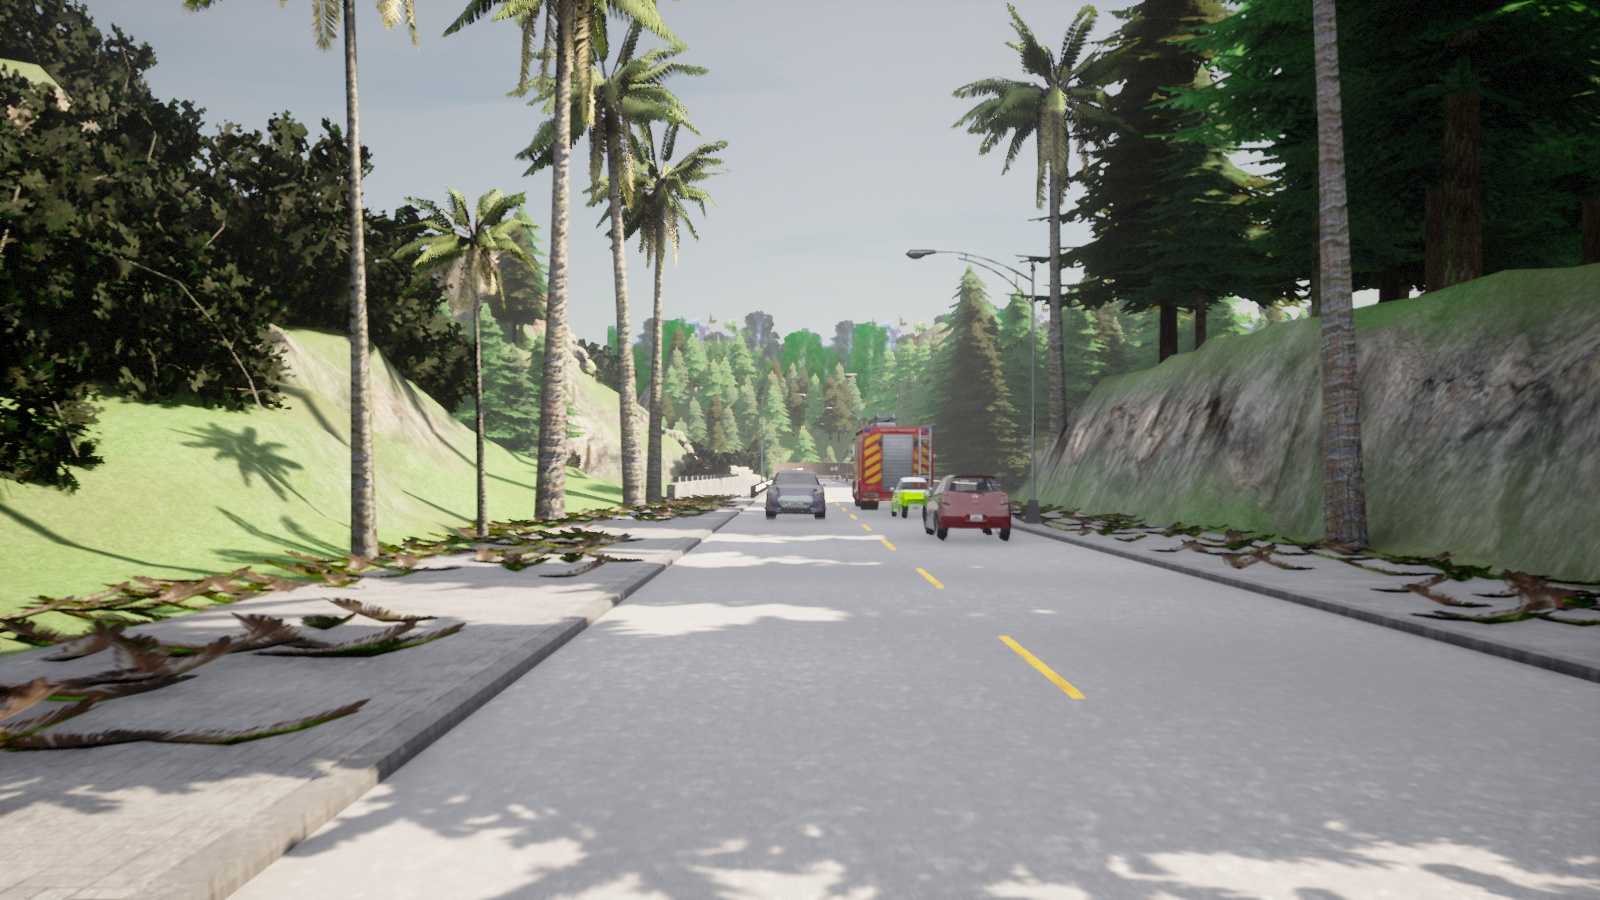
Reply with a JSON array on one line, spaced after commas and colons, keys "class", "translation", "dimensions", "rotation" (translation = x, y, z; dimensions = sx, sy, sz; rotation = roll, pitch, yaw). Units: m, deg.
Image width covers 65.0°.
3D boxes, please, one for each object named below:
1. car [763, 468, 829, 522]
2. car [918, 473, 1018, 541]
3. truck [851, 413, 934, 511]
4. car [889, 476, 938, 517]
[{"class": "car", "translation": [-0.130, 1.437, 41.329], "dimensions": [2.033, 1.649, 4.856], "rotation": [0, -1, 0]}, {"class": "car", "translation": [3.907, 1.309, 29.745], "dimensions": [1.845, 1.501, 3.633], "rotation": [0, -1, 0]}, {"class": "truck", "translation": [3.826, 0.535, 53.726], "dimensions": [2.891, 3.827, 8.468], "rotation": [0, -1, 0]}, {"class": "car", "translation": [3.866, 1.574, 42.954], "dimensions": [1.481, 1.376, 2.207], "rotation": [0, -1, 0]}]
